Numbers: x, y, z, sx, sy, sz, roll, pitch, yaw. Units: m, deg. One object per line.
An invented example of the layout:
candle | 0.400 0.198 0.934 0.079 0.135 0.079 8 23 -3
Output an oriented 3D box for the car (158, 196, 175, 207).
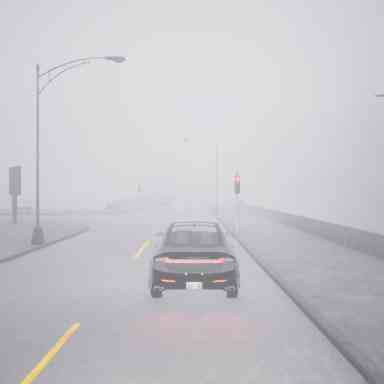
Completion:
car | -4.119 1.547 50.882 2.033 1.411 5.357 0 0 0

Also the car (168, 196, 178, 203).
car | -4.030 1.552 70.365 1.994 1.385 4.181 0 0 0

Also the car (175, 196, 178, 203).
car | -4.095 1.601 60.548 1.895 1.301 4.718 0 0 0

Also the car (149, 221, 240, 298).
car | 0.058 1.492 8.491 2.128 1.511 4.902 0 0 0
